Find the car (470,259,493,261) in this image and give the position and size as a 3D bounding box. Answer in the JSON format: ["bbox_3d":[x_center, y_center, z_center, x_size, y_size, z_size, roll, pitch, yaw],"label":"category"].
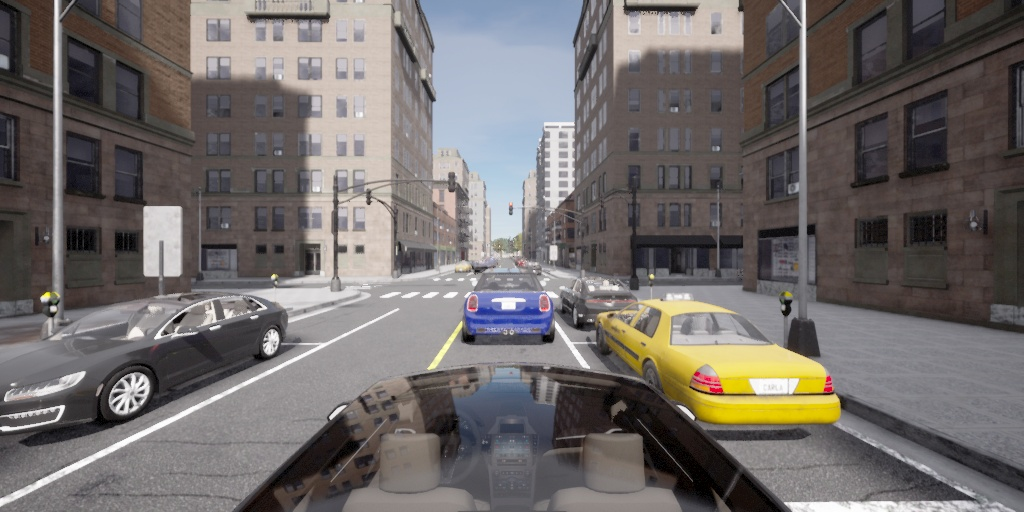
[{"bbox_3d":[-3.307,1.337,40.568,1.895,1.301,4.718,0,0,-1],"label":"car"}]

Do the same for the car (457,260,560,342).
[{"bbox_3d":[-0.084,1.099,9.905,2.097,1.767,4.553,0,0,0],"label":"car"}]

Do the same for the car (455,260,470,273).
[{"bbox_3d":[-5.887,1.260,43.437,1.751,1.417,4.829,0,0,-1],"label":"car"}]

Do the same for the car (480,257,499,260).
[{"bbox_3d":[-3.477,1.276,55.029,2.033,1.411,5.357,0,0,-1],"label":"car"}]

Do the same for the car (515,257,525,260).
[{"bbox_3d":[1.928,1.165,60.750,1.967,1.591,4.097,0,0,-1],"label":"car"}]

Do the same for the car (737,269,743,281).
[{"bbox_3d":[18.910,1.152,25.996,4.674,1.442,1.812,0,0,-1],"label":"car"}]

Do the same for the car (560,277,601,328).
[{"bbox_3d":[2.534,1.297,11.150,2.007,1.370,4.403,0,0,-1],"label":"car"}]

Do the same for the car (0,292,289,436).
[{"bbox_3d":[-5.429,1.299,5.646,2.007,1.370,4.403,0,0,-1],"label":"car"}]

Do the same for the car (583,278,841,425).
[{"bbox_3d":[2.602,1.274,5.915,1.751,1.417,4.829,0,0,-1],"label":"car"}]
